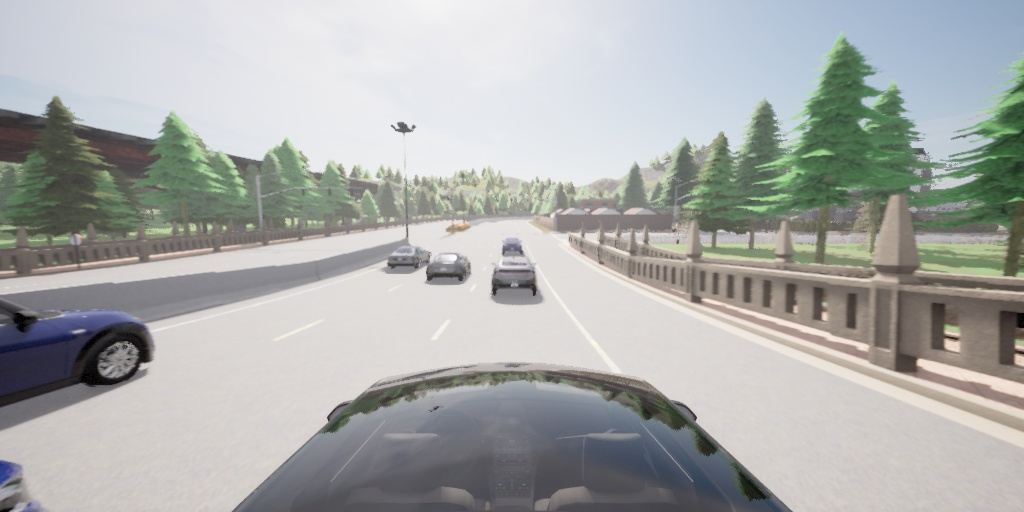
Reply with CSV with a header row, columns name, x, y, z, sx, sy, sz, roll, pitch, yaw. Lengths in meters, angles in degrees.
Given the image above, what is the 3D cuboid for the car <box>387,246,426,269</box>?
name,x,y,z,sx,sy,sz,roll,pitch,yaw
car,-6.938,-0.008,24.634,2.033,1.411,5.357,0,6,0

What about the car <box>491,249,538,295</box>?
name,x,y,z,sx,sy,sz,roll,pitch,yaw
car,0.093,0.712,15.656,2.128,1.511,4.902,0,4,0

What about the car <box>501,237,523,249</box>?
name,x,y,z,sx,sy,sz,roll,pitch,yaw
car,0.016,-1.011,32.895,1.812,1.442,4.674,0,7,0

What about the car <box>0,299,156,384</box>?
name,x,y,z,sx,sy,sz,roll,pitch,yaw
car,-6.902,1.069,3.951,2.097,1.767,4.553,0,1,0

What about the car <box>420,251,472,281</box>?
name,x,y,z,sx,sy,sz,roll,pitch,yaw
car,-3.421,0.460,19.888,1.994,1.385,4.181,0,5,0
